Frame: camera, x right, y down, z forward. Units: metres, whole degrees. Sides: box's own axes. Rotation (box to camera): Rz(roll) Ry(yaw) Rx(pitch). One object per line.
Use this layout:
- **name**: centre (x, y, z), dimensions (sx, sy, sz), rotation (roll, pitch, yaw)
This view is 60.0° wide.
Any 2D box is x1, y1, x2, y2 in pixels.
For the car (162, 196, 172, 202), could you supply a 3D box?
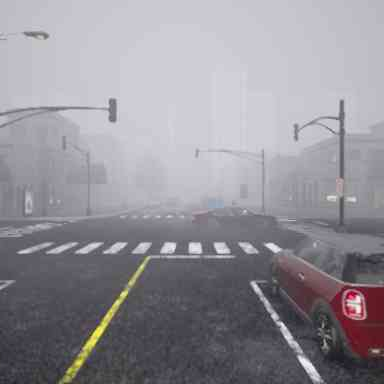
- **car**: centre (-5.691, 1.670, 77.002), dimensions (1.887, 1.381, 4.507), rotation (0, 0, 0)

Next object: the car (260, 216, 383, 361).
- **car**: centre (2.689, 1.444, 5.952), dimensions (1.967, 1.590, 4.097), rotation (0, 0, 0)

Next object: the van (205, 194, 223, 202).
- **van**: centre (2.689, 1.383, 38.332), dimensions (1.690, 1.788, 3.998), rotation (0, 0, 0)

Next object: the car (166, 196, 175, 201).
- **car**: centre (-5.690, 1.701, 88.045), dimensions (1.887, 1.381, 4.507), rotation (0, 0, 0)

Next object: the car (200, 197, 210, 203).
- **car**: centre (2.690, 1.677, 71.462), dimensions (1.947, 1.339, 4.313), rotation (0, 0, 0)

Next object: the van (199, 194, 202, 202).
- **van**: centre (2.689, 1.426, 60.419), dimensions (1.690, 1.788, 3.998), rotation (0, 0, 0)

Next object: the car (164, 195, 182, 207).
- **car**: centre (-3.068, 1.544, 51.744), dimensions (1.882, 1.535, 5.008), rotation (0, 0, 0)

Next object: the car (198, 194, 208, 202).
- **car**: centre (2.689, 1.455, 82.507), dimensions (2.192, 1.841, 5.009), rotation (0, 0, 0)

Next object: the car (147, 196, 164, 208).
- **car**: centre (-5.691, 1.586, 49.223), dimensions (1.752, 1.417, 4.829), rotation (0, 0, 0)

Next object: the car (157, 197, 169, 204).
- **car**: centre (-5.691, 1.643, 65.959), dimensions (1.887, 1.381, 4.507), rotation (0, 0, 0)

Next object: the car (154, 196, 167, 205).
- **car**: centre (-5.691, 1.525, 60.438), dimensions (1.967, 1.590, 4.097), rotation (0, 0, 0)

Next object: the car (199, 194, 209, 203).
- **car**: centre (2.689, 1.440, 76.985), dimensions (2.192, 1.841, 5.009), rotation (0, 0, 0)

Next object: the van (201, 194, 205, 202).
- **van**: centre (2.689, 1.403, 49.376), dimensions (1.690, 1.788, 3.998), rotation (0, 0, 0)

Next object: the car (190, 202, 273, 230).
- **car**: centre (2.549, 1.554, 20.677), dimensions (5.357, 1.411, 2.033), rotation (-1, 0, 0)
